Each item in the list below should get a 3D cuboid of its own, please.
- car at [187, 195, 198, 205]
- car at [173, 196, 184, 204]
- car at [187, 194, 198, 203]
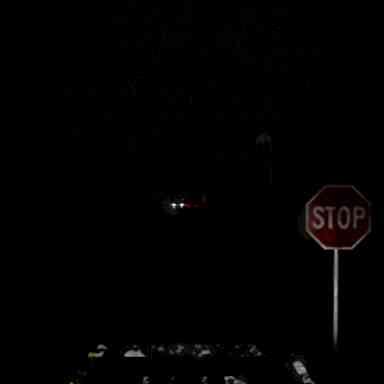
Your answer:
[{"bbox_3d":[0.080,1.606,61.240,1.812,1.442,4.674,0,0,0],"label":"car"},{"bbox_3d":[-2.665,1.616,65.441,1.812,1.442,4.674,0,0,0],"label":"car"},{"bbox_3d":[0.090,1.385,71.228,2.097,1.767,4.553,0,0,0],"label":"car"}]
